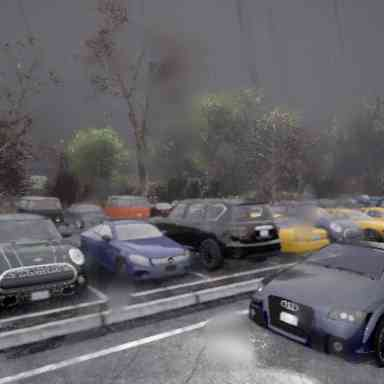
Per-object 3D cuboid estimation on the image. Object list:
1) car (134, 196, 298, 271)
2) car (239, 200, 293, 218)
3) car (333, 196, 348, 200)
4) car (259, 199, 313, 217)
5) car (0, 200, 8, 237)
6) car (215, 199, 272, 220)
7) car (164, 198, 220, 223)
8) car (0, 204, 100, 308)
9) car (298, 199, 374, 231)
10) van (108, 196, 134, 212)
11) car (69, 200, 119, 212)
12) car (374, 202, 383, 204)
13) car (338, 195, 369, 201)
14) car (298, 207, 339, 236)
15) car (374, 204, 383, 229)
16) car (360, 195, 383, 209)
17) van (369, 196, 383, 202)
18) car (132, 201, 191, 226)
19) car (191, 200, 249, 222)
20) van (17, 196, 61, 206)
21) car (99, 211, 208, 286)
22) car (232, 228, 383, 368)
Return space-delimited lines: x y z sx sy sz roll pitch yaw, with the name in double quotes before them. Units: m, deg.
"car" 0.446 1.234 11.372 2.435 2.045 5.566 0 0 -35
"car" 6.891 1.522 31.406 2.163 1.488 4.792 0 0 -35
"car" 13.808 1.497 36.298 2.231 1.521 4.892 0 0 -36
"car" 9.210 1.494 33.018 2.097 1.535 5.008 0 0 -36
"car" -11.567 1.357 18.172 2.185 1.767 4.553 0 0 -35
"car" 4.505 1.491 29.675 2.097 1.535 5.008 0 0 -35
"car" -0.107 1.363 26.417 2.185 1.767 4.553 0 0 -35
"car" -4.157 1.357 8.094 2.185 1.767 4.553 0 0 -35
"car" 5.046 1.362 14.656 2.185 1.767 4.553 0 0 -35
"van" -4.652 1.260 23.281 1.878 1.987 4.442 0 0 -35
"car" -6.889 1.486 21.552 2.231 1.521 4.892 0 0 -35
"car" 9.557 1.487 18.063 1.946 1.575 5.366 0 0 -35
"car" 18.397 1.497 39.589 2.231 1.521 4.892 0 0 -36
"car" 2.655 1.483 13.141 1.946 1.575 5.366 0 0 -35
"car" 7.472 1.486 16.120 1.946 1.575 5.366 0 0 -35
"car" 25.341 1.355 44.456 2.185 1.767 4.553 1 0 -36
"van" 14.199 1.267 21.288 1.878 1.987 4.442 0 0 -35
"car" -2.392 1.487 24.757 2.097 1.535 5.008 0 0 -35
"car" 2.212 1.490 28.027 2.097 1.535 5.008 0 0 -35
"van" -9.254 1.258 20.004 1.878 1.987 4.442 0 0 -35
"car" -1.840 1.524 9.711 2.002 1.452 4.674 0 0 -35
"car" 2.976 1.582 5.788 4.181 1.385 1.994 0 0 -35
